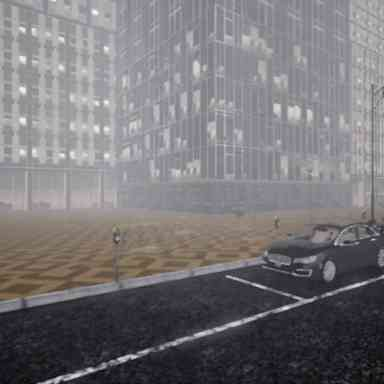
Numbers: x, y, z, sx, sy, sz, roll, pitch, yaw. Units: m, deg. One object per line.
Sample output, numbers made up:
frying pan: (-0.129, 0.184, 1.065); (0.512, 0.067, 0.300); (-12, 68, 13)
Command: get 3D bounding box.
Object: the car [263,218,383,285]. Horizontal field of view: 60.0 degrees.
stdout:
car: (3.874, 1.512, 9.325); (4.403, 1.369, 2.008); (0, 0, -36)
